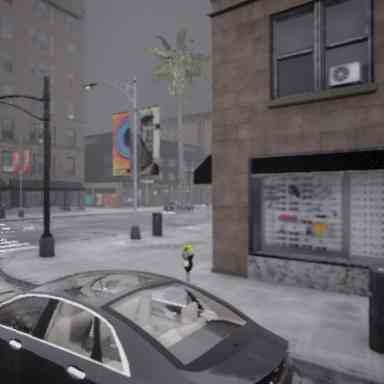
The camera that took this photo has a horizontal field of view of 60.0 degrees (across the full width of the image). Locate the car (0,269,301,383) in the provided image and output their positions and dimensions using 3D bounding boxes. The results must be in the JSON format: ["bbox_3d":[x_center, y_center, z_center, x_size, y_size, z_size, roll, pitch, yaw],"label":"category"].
[{"bbox_3d":[-1.115,1.562,3.643,4.403,1.369,2.008,0,0,36],"label":"car"}]

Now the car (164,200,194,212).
[{"bbox_3d":[-1.599,1.712,40.967,1.994,1.385,4.181,0,0,35],"label":"car"}]
